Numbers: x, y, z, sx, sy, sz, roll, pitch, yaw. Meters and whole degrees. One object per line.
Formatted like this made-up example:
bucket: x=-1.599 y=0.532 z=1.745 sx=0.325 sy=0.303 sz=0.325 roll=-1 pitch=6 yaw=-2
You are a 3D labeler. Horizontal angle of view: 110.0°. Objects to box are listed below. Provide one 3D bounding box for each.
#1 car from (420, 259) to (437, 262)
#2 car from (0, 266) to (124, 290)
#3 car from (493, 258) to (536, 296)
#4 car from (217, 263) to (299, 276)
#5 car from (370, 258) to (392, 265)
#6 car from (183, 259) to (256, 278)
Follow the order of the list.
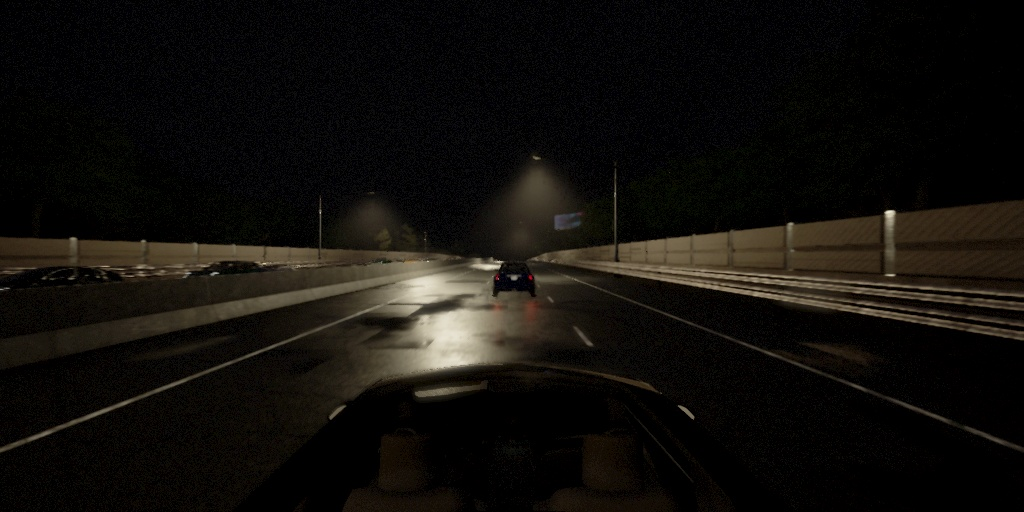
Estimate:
car: x=-13.996 y=1.228 z=62.298 sx=1.837 sy=1.490 sz=4.892 roll=0 pitch=1 yaw=0
car: x=-21.089 y=1.238 z=16.527 sx=1.837 sy=1.490 sz=4.892 roll=0 pitch=0 yaw=0
car: x=0.105 y=1.078 z=19.153 sx=2.097 sy=1.767 sz=4.553 roll=0 pitch=0 yaw=0
car: x=-14.082 y=1.274 z=21.164 sx=2.033 sy=1.411 sz=5.357 roll=0 pitch=0 yaw=0
car: x=-21.008 y=1.068 z=57.686 sx=2.097 sy=1.767 sz=4.553 roll=0 pitch=0 yaw=1
car: x=-17.579 y=1.076 z=22.137 sx=2.097 sy=1.767 sz=4.553 roll=0 pitch=0 yaw=0
